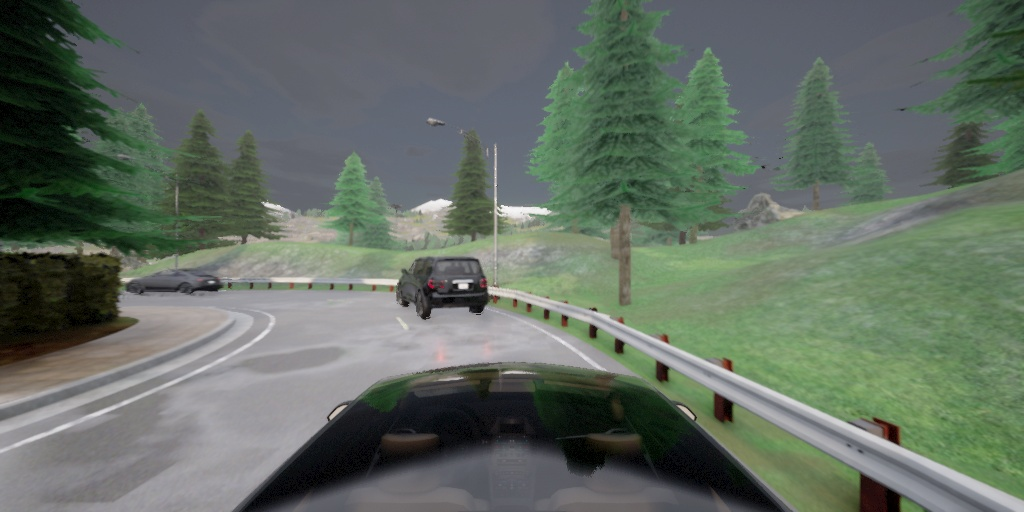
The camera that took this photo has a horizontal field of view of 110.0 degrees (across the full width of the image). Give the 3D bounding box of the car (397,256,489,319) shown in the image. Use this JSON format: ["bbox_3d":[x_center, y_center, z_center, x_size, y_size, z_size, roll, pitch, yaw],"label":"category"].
[{"bbox_3d":[-2.766,1.027,13.458,2.150,2.045,5.566,0,0,-28],"label":"car"}]

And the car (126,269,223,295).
[{"bbox_3d":[-18.688,1.414,19.956,4.181,1.385,1.994,0,0,0],"label":"car"}]
